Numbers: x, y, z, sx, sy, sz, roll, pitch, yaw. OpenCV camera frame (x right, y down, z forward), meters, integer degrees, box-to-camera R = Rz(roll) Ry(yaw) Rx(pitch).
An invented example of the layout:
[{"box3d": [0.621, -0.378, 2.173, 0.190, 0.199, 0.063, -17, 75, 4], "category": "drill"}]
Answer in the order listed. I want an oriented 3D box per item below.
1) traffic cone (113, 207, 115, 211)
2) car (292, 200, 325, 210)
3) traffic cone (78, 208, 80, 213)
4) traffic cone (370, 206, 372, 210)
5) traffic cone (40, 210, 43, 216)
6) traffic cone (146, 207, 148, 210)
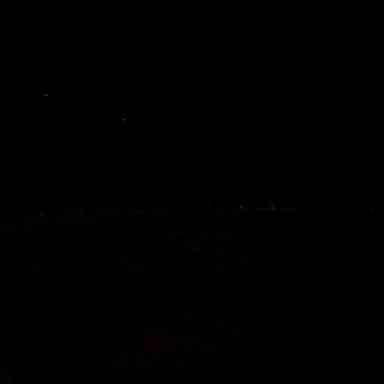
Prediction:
[{"box3d": [-9.824, 2.109, 41.951, 0.340, 0.580, 0.340, 0, 0, 36], "category": "traffic cone"}, {"box3d": [18.425, 1.975, 52.603, 4.902, 1.511, 2.128, 1, 0, 5], "category": "car"}, {"box3d": [-12.636, 2.062, 37.272, 0.340, 0.580, 0.340, 0, 0, 26], "category": "traffic cone"}, {"box3d": [28.750, 2.545, 53.297, 0.340, 0.580, 0.340, 1, 0, 9], "category": "traffic cone"}, {"box3d": [-14.601, 2.021, 32.182, 0.340, 0.580, 0.340, 0, 0, 16], "category": "traffic cone"}, {"box3d": [-6.251, 2.159, 46.078, 0.340, 0.580, 0.340, 1, 0, -44], "category": "traffic cone"}]
